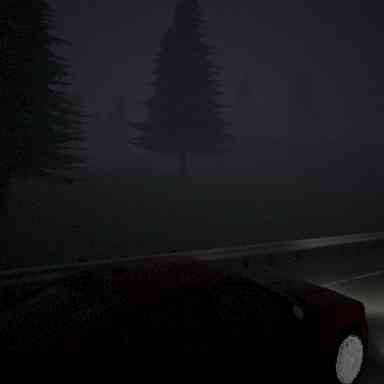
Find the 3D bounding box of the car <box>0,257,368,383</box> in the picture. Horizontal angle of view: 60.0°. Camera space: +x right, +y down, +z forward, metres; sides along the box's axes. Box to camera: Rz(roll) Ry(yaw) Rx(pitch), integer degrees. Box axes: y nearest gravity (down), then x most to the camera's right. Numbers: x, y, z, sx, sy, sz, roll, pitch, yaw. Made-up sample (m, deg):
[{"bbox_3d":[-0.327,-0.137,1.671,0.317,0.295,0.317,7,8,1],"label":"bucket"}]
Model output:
[{"bbox_3d":[-0.031,1.492,3.644,5.008,1.535,1.882,1,0,-35],"label":"car"}]
